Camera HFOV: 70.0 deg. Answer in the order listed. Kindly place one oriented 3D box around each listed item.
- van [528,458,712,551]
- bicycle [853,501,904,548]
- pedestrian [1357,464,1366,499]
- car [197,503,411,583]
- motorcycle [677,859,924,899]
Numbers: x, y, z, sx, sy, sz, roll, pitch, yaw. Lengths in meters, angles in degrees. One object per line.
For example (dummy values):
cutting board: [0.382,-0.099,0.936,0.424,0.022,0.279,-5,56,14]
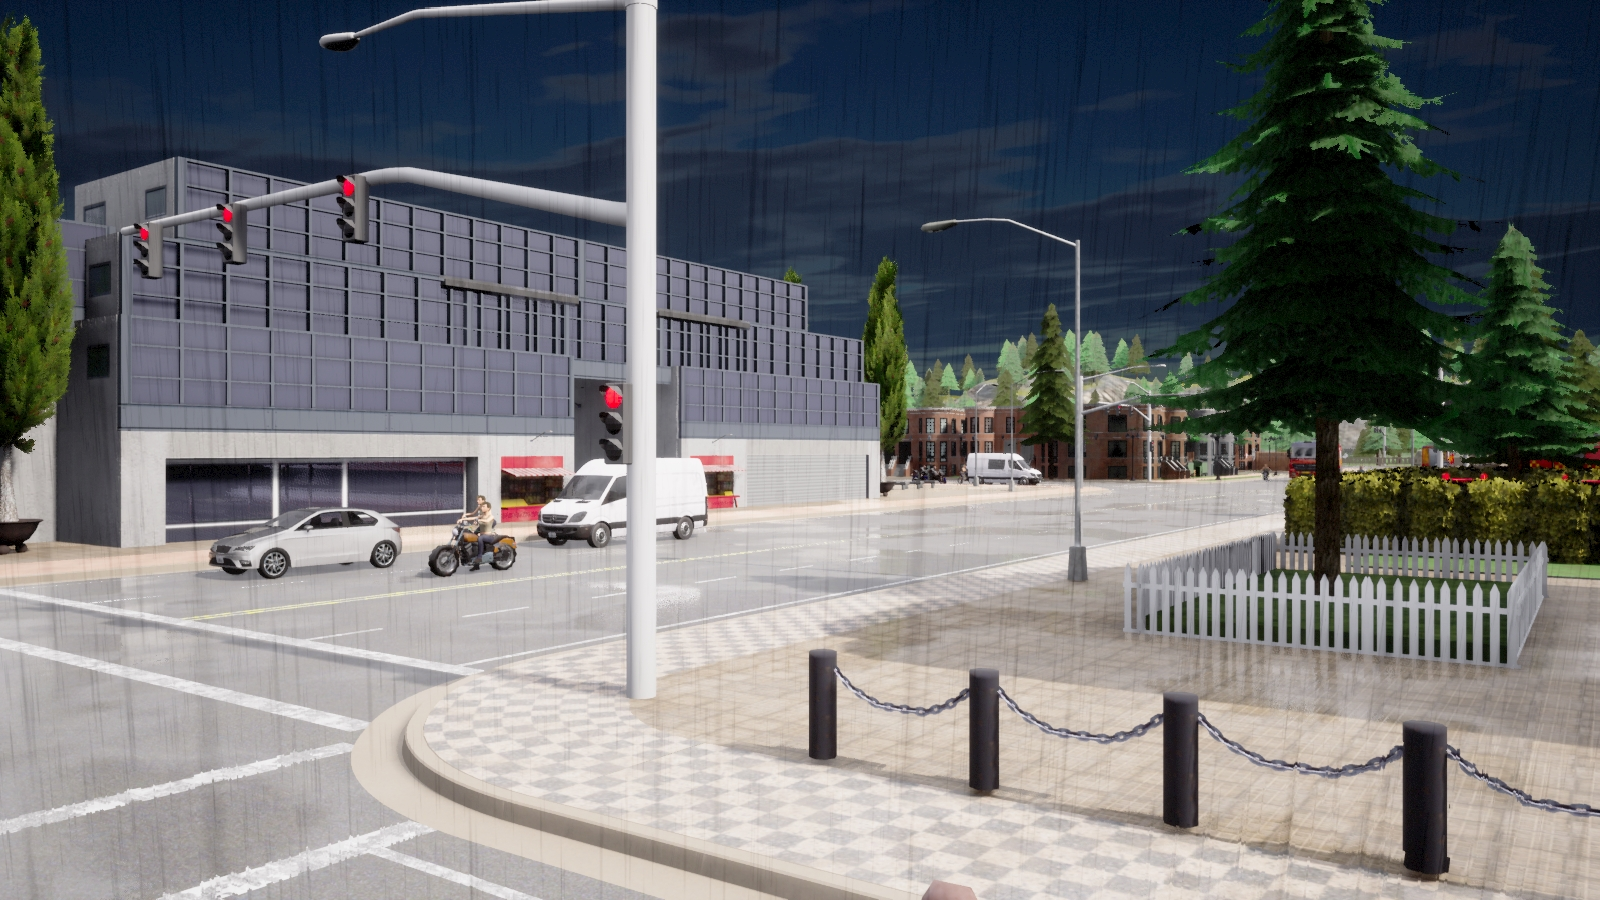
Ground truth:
van: [-5.344,1.534,34.831,1.988,2.561,5.915,0,0,35]
bicycle: [2.310,2.158,33.435,0.859,1.276,1.487,0,0,35]
pedestrian: [30.465,1.695,62.008,0.375,1.860,0.375,0,0,31]
car: [-11.323,2.066,26.349,1.816,1.474,4.193,0,0,35]
motorcycle: [0.509,2.205,3.428,2.209,1.251,0.867,0,0,35]
